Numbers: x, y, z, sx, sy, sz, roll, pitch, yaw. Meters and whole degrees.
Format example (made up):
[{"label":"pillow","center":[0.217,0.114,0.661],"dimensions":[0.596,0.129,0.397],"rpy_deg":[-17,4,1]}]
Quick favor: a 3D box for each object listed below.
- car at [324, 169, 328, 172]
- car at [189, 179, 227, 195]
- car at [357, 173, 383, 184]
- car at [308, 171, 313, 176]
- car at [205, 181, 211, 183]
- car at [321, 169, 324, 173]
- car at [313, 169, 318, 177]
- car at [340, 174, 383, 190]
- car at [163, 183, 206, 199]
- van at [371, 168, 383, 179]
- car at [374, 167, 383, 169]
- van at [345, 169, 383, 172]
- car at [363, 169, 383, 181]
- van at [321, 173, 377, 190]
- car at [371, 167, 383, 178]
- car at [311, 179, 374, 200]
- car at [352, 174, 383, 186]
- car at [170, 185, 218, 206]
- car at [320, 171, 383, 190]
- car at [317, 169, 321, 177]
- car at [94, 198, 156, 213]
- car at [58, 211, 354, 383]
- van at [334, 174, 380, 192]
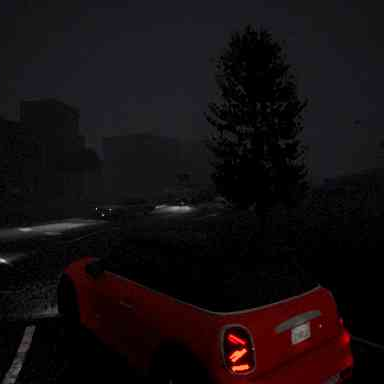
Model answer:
[{"label":"car","center":[31.986,-4.931,87.705],"dimensions":[5.566,2.045,2.435],"rpy_deg":[-2,3,15]},{"label":"car","center":[2.174,-0.630,44.262],"dimensions":[4.553,1.767,2.185],"rpy_deg":[-2,4,14]},{"label":"car","center":[27.878,-2.017,50.563],"dimensions":[4.792,1.488,2.163],"rpy_deg":[-1,4,16]},{"label":"car","center":[25.361,-3.960,78.087],"dimensions":[4.553,1.767,2.185],"rpy_deg":[-2,4,15]},{"label":"car","center":[0.533,-0.236,41.844],"dimensions":[4.792,1.488,2.163],"rpy_deg":[-2,3,14]},{"label":"car","center":[30.175,-4.477,85.363],"dimensions":[5.366,1.575,1.946],"rpy_deg":[-2,3,15]},{"label":"car","center":[27.016,-4.056,80.509],"dimensions":[5.008,1.535,2.097],"rpy_deg":[-2,4,15]},{"label":"car","center":[20.801,-1.189,40.852],"dimensions":[4.553,1.767,2.185],"rpy_deg":[-1,4,16]},{"label":"car","center":[-1.145,0.016,39.415],"dimensions":[4.674,1.452,2.002],"rpy_deg":[-2,3,14]},{"label":"van","center":[36.537,-3.500,62.794],"dimensions":[4.442,1.987,1.878],"rpy_deg":[-1,4,15]},{"label":"car","center":[29.611,-2.543,52.989],"dimensions":[5.566,2.045,2.435],"rpy_deg":[-1,4,15]},{"label":"van","center":[22.701,-1.536,43.227],"dimensions":[4.442,1.987,1.878],"rpy_deg":[-1,4,16]},{"label":"car","center":[33.054,-3.036,57.902],"dimensions":[5.566,2.045,2.435],"rpy_deg":[-1,4,15]},{"label":"van","center":[15.656,-0.555,33.556],"dimensions":[4.442,1.987,1.878],"rpy_deg":[-1,4,16]},{"label":"car","center":[39.849,-3.998,67.723],"dimensions":[5.566,2.045,2.435],"rpy_deg":[-1,4,15]},{"label":"car","center":[13.786,-0.084,31.191],"dimensions":[5.008,1.535,2.097],"rpy_deg":[-1,4,16]},{"label":"car","center":[26.111,-1.799,48.122],"dimensions":[4.892,1.521,2.231],"rpy_deg":[-1,5,16]},{"label":"car","center":[0.567,0.430,32.848],"dimensions":[2.033,1.411,5.357],"rpy_deg":[0,5,34]},{"label":"car","center":[17.274,-0.823,36.002],"dimensions":[5.566,2.045,2.435],"rpy_deg":[-1,5,16]},{"label":"car","center":[28.675,-4.270,82.916],"dimensions":[5.008,1.535,2.097],"rpy_deg":[-2,3,15]},{"label":"car","center":[-4.903,1.172,24.825],"dimensions":[1.895,1.301,4.718],"rpy_deg":[0,3,35]},{"label":"car","center":[-0.295,1.349,4.798],"dimensions":[2.097,1.767,4.553],"rpy_deg":[0,0,-38]},{"label":"van","center":[18.951,-1.042,38.443],"dimensions":[4.442,1.987,1.878],"rpy_deg":[-1,5,16]}]
